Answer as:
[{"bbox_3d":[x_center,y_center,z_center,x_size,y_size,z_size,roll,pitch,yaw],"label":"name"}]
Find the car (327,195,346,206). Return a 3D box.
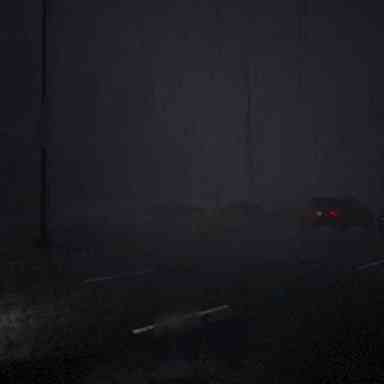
[{"bbox_3d":[27.106,1.519,62.238,2.150,2.045,5.566,0,0,35],"label":"car"}]

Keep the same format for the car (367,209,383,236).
[{"bbox_3d":[11.731,1.591,18.036,4.902,1.511,2.128,0,0,-42],"label":"car"}]

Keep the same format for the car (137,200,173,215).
[{"bbox_3d":[-2.635,1.577,33.588,5.008,1.535,1.882,1,0,-42],"label":"car"}]

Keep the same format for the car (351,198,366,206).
[{"bbox_3d":[30.960,1.864,61.693,1.994,1.385,4.181,0,0,34],"label":"car"}]

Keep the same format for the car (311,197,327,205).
[{"bbox_3d":[24.955,1.821,65.310,1.812,1.442,4.674,0,0,34],"label":"car"}]

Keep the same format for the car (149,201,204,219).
[{"bbox_3d":[-1.172,1.694,30.181,4.718,1.301,1.895,0,0,-42],"label":"car"}]

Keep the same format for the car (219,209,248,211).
[{"bbox_3d":[4.204,1.605,30.370,4.902,1.511,2.128,0,0,-43],"label":"car"}]

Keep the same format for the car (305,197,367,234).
[{"bbox_3d":[9.058,1.317,20.322,5.566,2.045,2.150,1,0,-42],"label":"car"}]

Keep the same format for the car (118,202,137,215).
[{"bbox_3d":[-5.524,1.697,35.676,4.718,1.301,1.895,0,0,-42],"label":"car"}]
